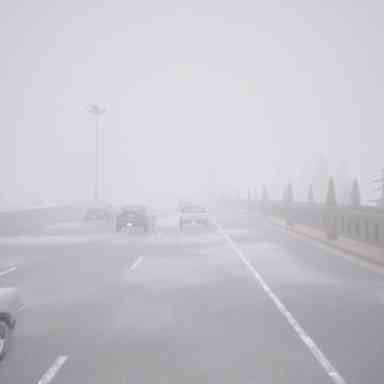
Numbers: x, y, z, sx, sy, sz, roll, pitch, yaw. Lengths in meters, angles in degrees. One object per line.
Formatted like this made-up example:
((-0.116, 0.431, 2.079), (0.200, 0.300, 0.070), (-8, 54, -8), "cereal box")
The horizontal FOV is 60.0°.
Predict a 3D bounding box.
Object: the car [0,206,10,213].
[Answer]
((-14.131, 1.554, 22.540), (1.812, 1.442, 4.674), (0, 0, -1), "car")

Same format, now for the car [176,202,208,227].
((0.095, 1.630, 23.207), (1.895, 1.301, 4.718), (0, 0, 0), "car")

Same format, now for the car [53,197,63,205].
((-27.120, 1.779, 67.322), (2.033, 1.411, 5.357), (0, 0, -24), "car")

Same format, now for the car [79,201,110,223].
((-6.929, 1.560, 25.711), (1.812, 1.442, 4.674), (0, 0, -1), "car")

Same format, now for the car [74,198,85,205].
((-21.374, 1.795, 63.266), (1.895, 1.301, 4.718), (0, 0, -21), "car")

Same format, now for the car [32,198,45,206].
((-27.598, 1.796, 59.993), (1.895, 1.301, 4.718), (0, 0, -21), "car")

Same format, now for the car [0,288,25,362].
((-3.399, 1.602, 2.779), (1.895, 1.301, 4.718), (0, 0, 0), "car")

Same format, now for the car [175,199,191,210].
((-1.012, 1.579, 41.222), (1.837, 1.490, 4.892), (0, 0, -7), "car")

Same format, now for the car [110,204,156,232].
((-3.402, 1.529, 20.509), (1.837, 1.490, 4.892), (0, 0, 0), "car")
